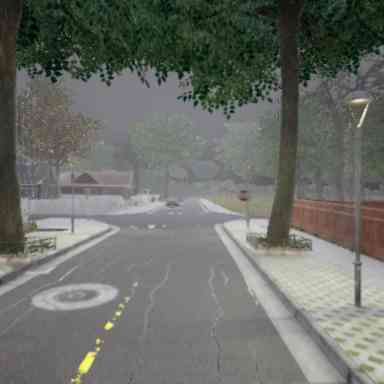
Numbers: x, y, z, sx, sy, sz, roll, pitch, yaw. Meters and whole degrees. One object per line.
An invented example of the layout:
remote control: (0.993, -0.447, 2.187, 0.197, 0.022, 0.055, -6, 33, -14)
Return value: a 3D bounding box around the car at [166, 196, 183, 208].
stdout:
car: (-2.739, 1.497, 47.951, 2.033, 1.411, 5.357, 0, 0, 0)
